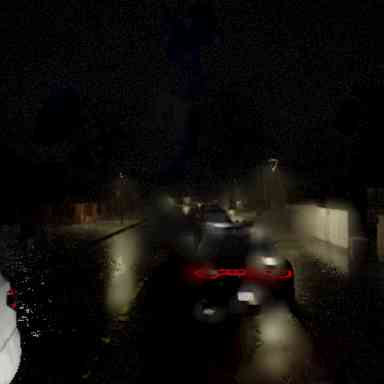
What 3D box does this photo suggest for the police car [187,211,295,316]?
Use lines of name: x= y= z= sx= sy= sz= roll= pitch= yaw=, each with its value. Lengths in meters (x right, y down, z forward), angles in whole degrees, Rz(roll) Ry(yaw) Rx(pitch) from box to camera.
police car: x=0.906 y=1.476 z=7.880 sx=1.930 sy=1.638 sz=5.238 roll=0 pitch=0 yaw=1

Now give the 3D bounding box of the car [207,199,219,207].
car: x=3.832 y=2.020 z=60.691 sx=1.895 sy=1.301 sz=4.718 roll=0 pitch=0 yaw=7

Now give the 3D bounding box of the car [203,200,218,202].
car: x=2.245 y=1.800 z=45.536 sx=2.128 sy=1.511 sz=4.902 roll=0 pitch=0 yaw=6

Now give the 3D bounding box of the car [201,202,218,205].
car: x=1.453 y=1.681 z=23.690 sx=1.812 sy=1.442 sz=4.674 roll=0 pitch=0 yaw=3

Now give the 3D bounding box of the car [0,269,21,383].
car: x=-2.705 y=1.228 z=0.903 sx=2.150 sy=2.045 sz=5.566 roll=0 pitch=0 yaw=0

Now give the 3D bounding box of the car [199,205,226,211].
car: x=1.188 y=1.641 z=17.721 sx=1.812 sy=1.442 sz=4.674 roll=0 pitch=0 yaw=2
